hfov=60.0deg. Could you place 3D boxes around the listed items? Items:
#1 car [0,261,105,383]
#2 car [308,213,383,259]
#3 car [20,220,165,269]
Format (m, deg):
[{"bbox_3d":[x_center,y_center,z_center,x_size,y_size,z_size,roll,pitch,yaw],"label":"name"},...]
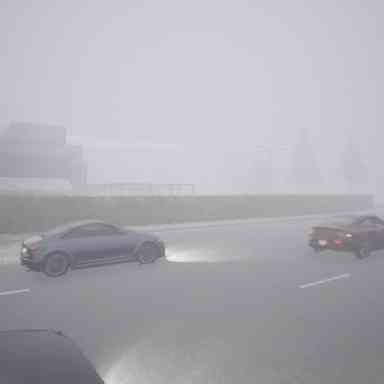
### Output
[{"bbox_3d":[-3.071,1.547,1.557,5.357,1.411,2.033,0,0,-35],"label":"car"},{"bbox_3d":[6.261,1.526,12.515,4.674,1.442,1.812,0,0,-36],"label":"car"},{"bbox_3d":[-2.934,1.564,10.248,4.181,1.385,1.994,0,0,-35],"label":"car"}]
